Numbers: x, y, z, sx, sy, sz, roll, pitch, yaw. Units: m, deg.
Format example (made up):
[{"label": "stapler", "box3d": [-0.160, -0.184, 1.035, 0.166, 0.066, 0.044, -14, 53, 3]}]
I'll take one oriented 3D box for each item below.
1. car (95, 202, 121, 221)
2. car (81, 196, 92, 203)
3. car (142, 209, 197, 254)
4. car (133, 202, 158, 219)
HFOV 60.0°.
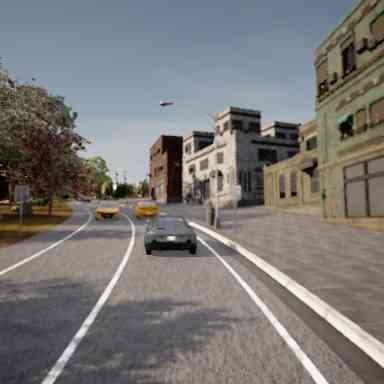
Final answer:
[{"label": "car", "box3d": [-7.127, 1.560, 28.116, 1.882, 1.535, 5.008, 1, 0, -15]}, {"label": "car", "box3d": [-21.054, 1.468, 66.296, 1.837, 1.490, 4.892, 2, 0, -19]}, {"label": "car", "box3d": [-0.949, 1.626, 13.869, 1.994, 1.385, 4.181, 0, 0, -6]}, {"label": "car", "box3d": [-4.383, 1.638, 31.164, 1.882, 1.535, 5.008, 1, -1, -15]}]
